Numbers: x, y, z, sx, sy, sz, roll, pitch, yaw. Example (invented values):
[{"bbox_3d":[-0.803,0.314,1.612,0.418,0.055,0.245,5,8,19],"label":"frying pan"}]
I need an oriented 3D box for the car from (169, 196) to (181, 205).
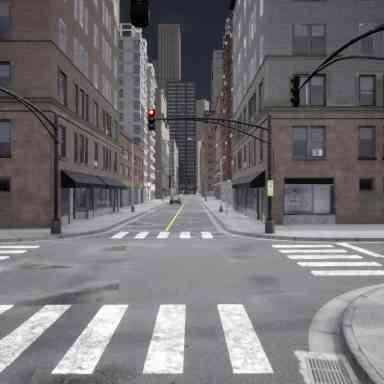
[{"bbox_3d":[-2.977,1.458,59.647,1.882,1.535,5.008,0,0,0],"label":"car"}]
